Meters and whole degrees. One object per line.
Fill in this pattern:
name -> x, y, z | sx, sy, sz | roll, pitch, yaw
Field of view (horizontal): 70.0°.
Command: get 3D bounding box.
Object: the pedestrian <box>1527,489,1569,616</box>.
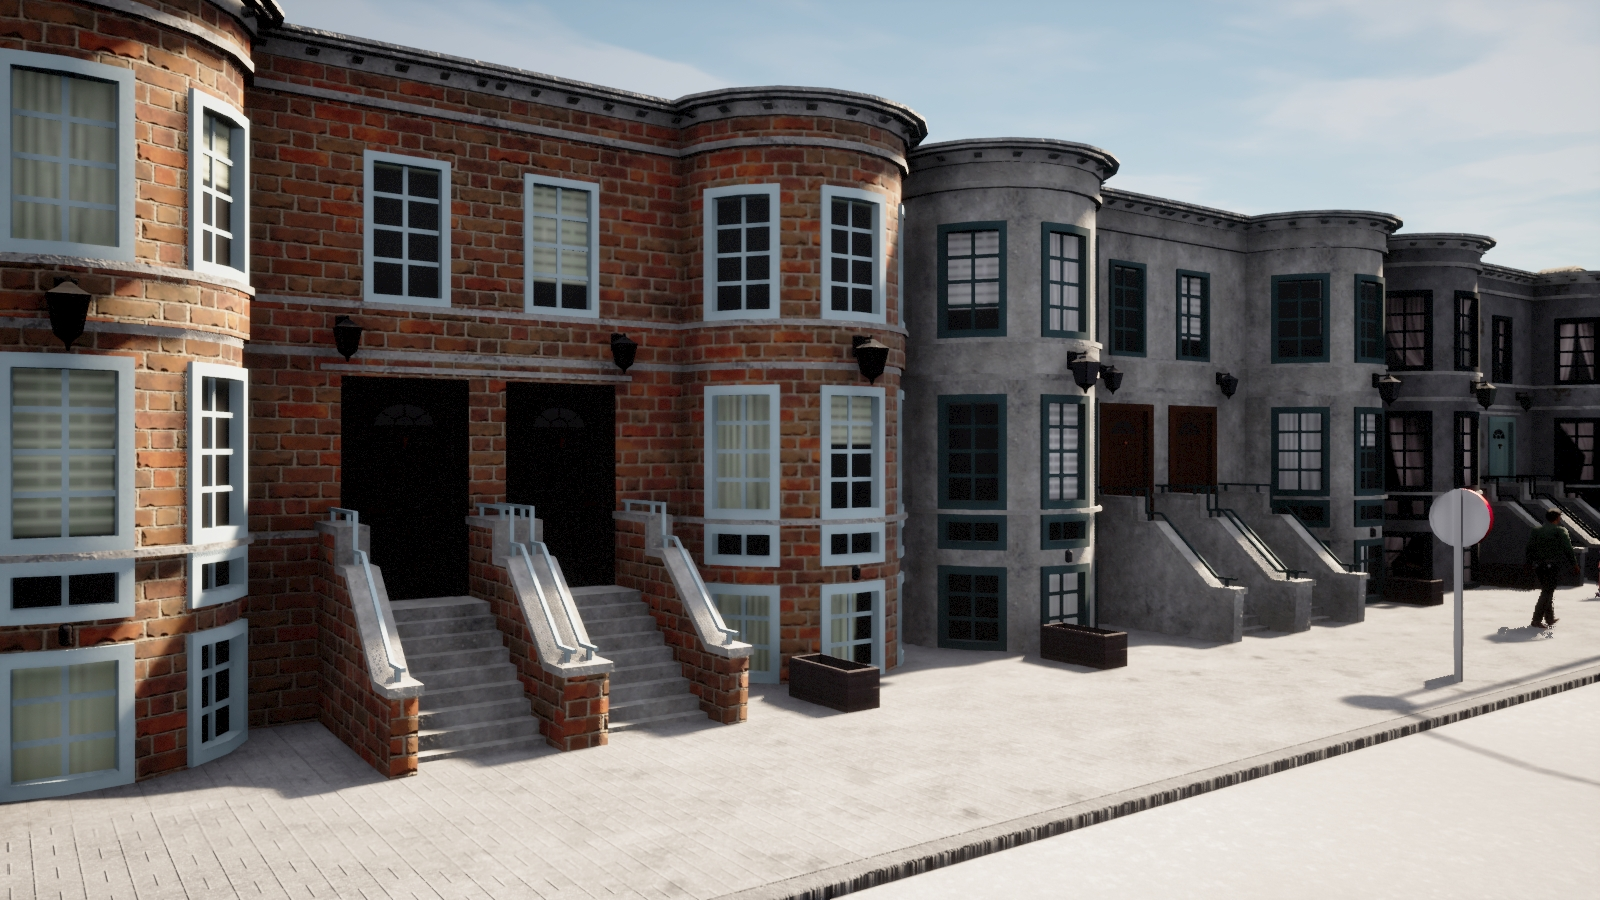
pedestrian -> 11.213, 1.524, 17.132 | 0.375, 1.860, 0.375 | 0, 0, -24

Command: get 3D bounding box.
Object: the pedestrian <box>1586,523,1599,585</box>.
pedestrian -> 14.805, 1.904, 20.938 | 0.500, 1.100, 0.500 | 0, 0, -29
